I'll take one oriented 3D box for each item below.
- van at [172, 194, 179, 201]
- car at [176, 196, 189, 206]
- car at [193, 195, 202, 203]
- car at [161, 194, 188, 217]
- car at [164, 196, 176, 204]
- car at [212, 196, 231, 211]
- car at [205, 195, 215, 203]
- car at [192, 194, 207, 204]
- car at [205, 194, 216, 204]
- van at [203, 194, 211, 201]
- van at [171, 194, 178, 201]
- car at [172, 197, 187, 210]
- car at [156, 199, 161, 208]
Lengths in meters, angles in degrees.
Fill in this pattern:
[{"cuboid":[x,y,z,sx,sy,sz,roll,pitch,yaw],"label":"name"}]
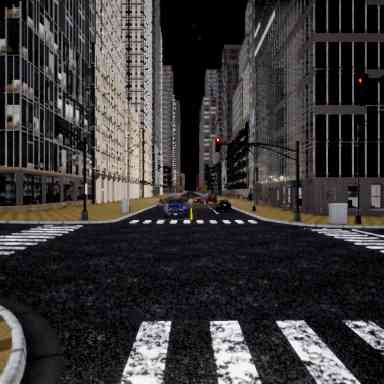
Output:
[{"cuboid":[-4.260,1.315,85.971,1.690,1.788,3.998,0,0,0],"label":"van"},{"cuboid":[-1.628,1.496,56.761,2.128,1.511,4.902,0,0,0],"label":"car"},{"cuboid":[1.132,1.488,73.243,1.837,1.490,4.892,0,0,0],"label":"car"},{"cuboid":[-1.490,1.370,31.368,2.097,1.767,4.553,0,0,-1],"label":"car"},{"cuboid":[-4.149,1.564,63.860,1.947,1.339,4.313,0,0,0],"label":"car"},{"cuboid":[3.892,1.579,41.791,1.947,1.339,4.313,0,0,0],"label":"car"},{"cuboid":[3.704,1.432,69.428,1.967,1.590,4.097,0,0,0],"label":"car"},{"cuboid":[1.262,1.599,63.075,1.895,1.301,4.718,0,0,0],"label":"car"},{"cuboid":[3.732,1.313,63.900,2.192,1.841,5.009,0,0,0],"label":"car"},{"cuboid":[3.648,1.321,80.483,1.690,1.788,3.998,0,0,0],"label":"van"},{"cuboid":[-4.232,1.321,80.443,1.690,1.788,3.998,0,0,0],"label":"van"},{"cuboid":[-1.580,1.490,43.510,1.882,1.535,5.008,0,0,0],"label":"car"},{"cuboid":[-4.065,1.592,47.278,1.802,1.307,4.206,0,0,0],"label":"car"}]
